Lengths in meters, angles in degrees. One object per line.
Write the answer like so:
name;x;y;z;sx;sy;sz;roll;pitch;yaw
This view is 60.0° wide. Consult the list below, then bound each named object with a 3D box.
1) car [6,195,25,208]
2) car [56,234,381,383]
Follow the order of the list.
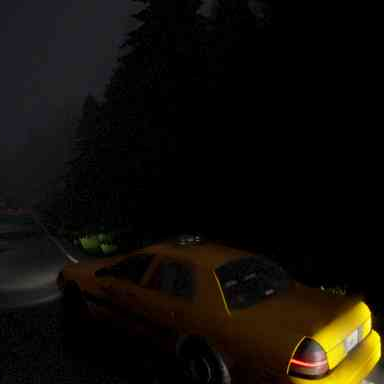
car;-21.204;1.057;40.011;2.128;1.511;4.902;-2;2;-27
car;-0.255;1.418;5.069;5.366;1.575;1.801;1;1;44
